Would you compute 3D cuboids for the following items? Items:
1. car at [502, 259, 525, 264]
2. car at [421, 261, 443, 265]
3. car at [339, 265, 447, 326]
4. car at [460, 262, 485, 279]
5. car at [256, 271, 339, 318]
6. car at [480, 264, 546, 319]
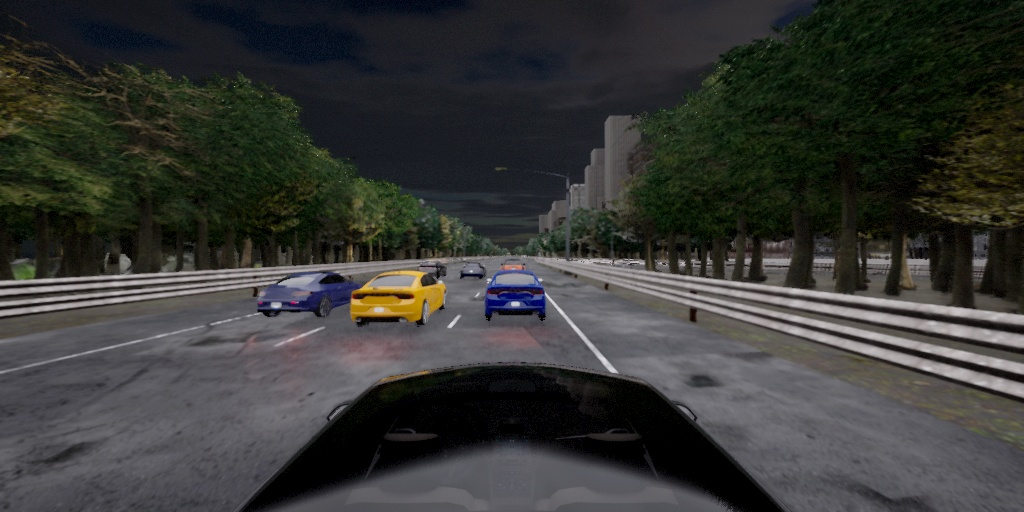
[{"bbox_3d":[0.103,1.040,31.087,2.097,1.767,4.553,0,0,0],"label":"car"},{"bbox_3d":[-6.900,1.179,31.302,2.128,1.511,4.902,0,0,0],"label":"car"},{"bbox_3d":[-3.400,1.221,11.641,1.882,1.535,5.008,0,0,0],"label":"car"},{"bbox_3d":[-3.399,1.248,31.908,1.994,1.385,4.181,0,0,0],"label":"car"},{"bbox_3d":[-6.902,1.267,12.797,1.812,1.442,4.674,0,0,0],"label":"car"},{"bbox_3d":[0.101,1.219,12.728,1.882,1.535,5.008,0,0,0],"label":"car"}]
